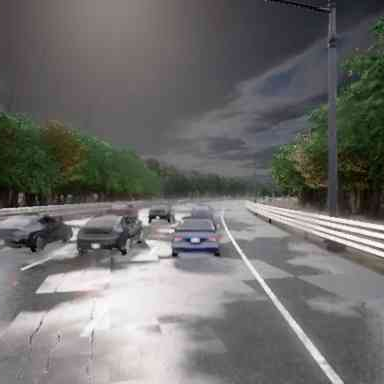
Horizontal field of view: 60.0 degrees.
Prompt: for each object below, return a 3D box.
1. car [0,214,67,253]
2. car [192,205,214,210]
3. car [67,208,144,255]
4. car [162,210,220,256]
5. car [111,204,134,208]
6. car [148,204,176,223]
[{"bbox_3d":[-6.791,1.671,14.283,1.812,1.442,4.674,0,0,2],"label":"car"},{"bbox_3d":[0.942,1.822,28.717,1.812,1.442,4.674,0,0,4],"label":"car"},{"bbox_3d":[-3.296,1.652,14.088,1.837,1.490,4.892,0,0,2],"label":"car"},{"bbox_3d":[0.187,1.686,13.675,2.033,1.411,5.357,0,-1,2],"label":"car"},{"bbox_3d":[-6.033,1.782,29.286,1.882,1.535,5.008,0,0,4],"label":"car"},{"bbox_3d":[-2.556,1.807,28.877,1.837,1.490,4.892,0,0,4],"label":"car"}]
